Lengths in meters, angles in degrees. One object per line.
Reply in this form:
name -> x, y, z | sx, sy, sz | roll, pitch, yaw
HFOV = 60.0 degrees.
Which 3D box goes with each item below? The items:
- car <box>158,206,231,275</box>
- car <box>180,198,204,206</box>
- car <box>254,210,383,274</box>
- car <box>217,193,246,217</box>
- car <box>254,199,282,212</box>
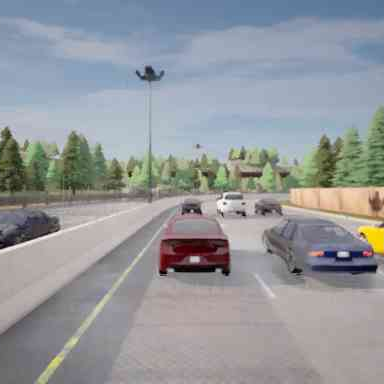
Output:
car -> 0.060, 1.433, 10.347 | 1.882, 1.535, 5.008 | 0, 0, 0
car -> -0.009, 1.371, 30.900 | 1.837, 1.490, 4.892 | 0, 0, 0
car -> 3.560, 1.510, 10.366 | 2.033, 1.411, 5.357 | 0, 0, 0
car -> 3.494, 1.100, 30.055 | 2.150, 2.045, 5.566 | 0, 0, 0
car -> 6.991, 1.388, 30.822 | 1.837, 1.490, 4.892 | 0, 0, 0
